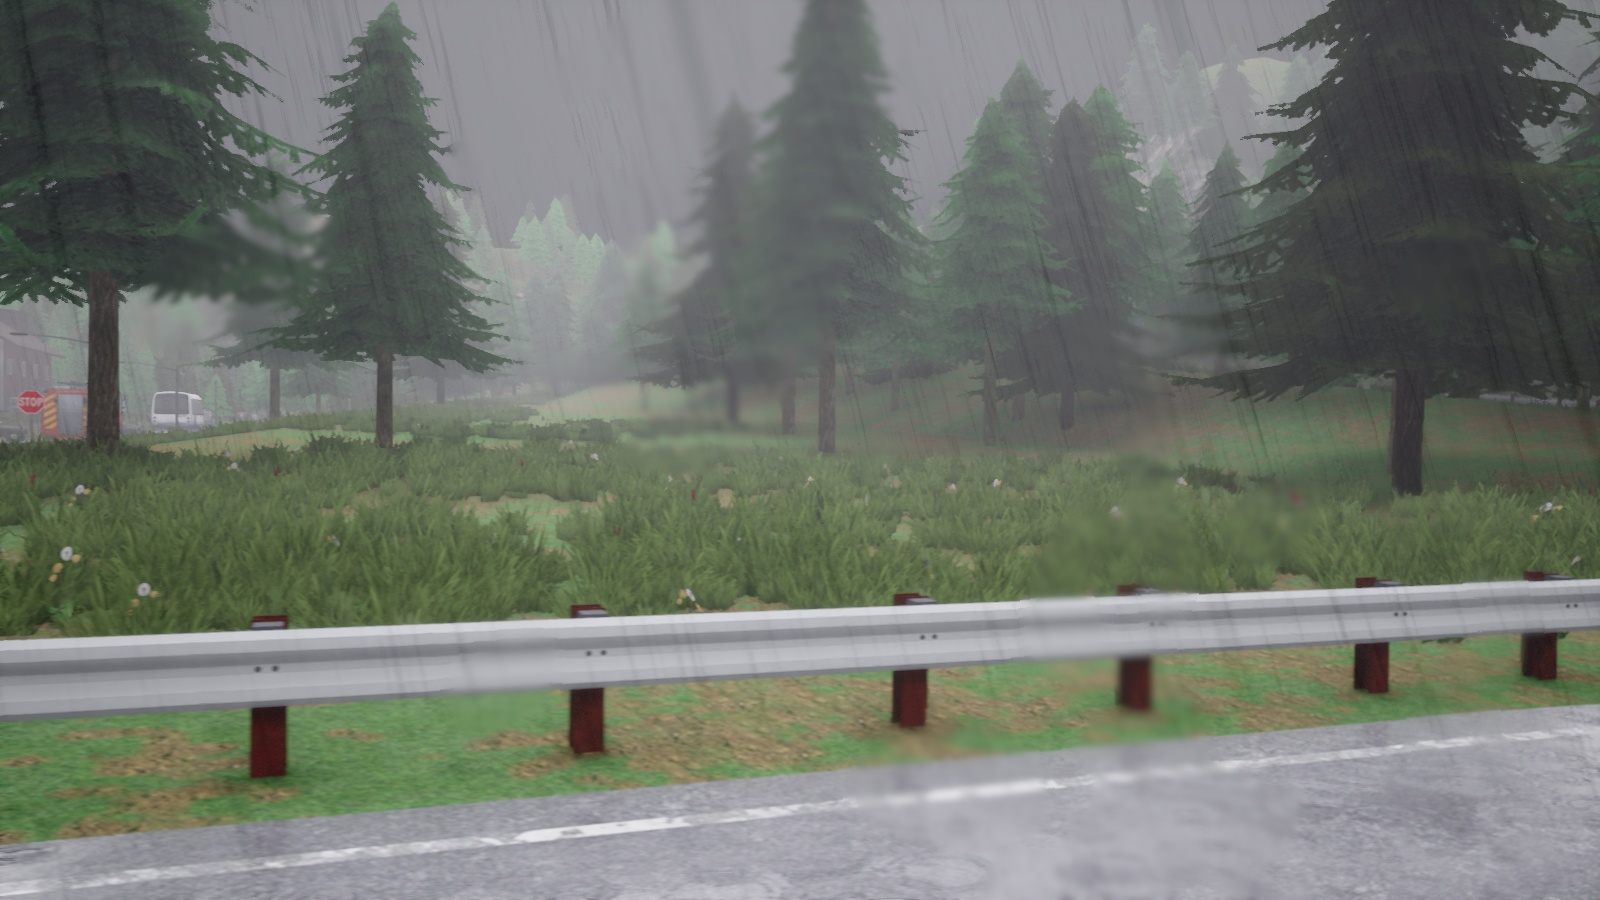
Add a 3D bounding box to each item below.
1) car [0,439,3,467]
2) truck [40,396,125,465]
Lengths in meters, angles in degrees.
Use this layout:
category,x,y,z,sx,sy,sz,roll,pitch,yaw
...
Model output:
category,x,y,z,sx,sy,sz,roll,pitch,yaw
car,-42.248,0.203,64.056,1.816,1.474,4.193,-1,1,-20
truck,-42.103,-1.128,73.956,2.891,3.827,8.468,-1,1,-20
